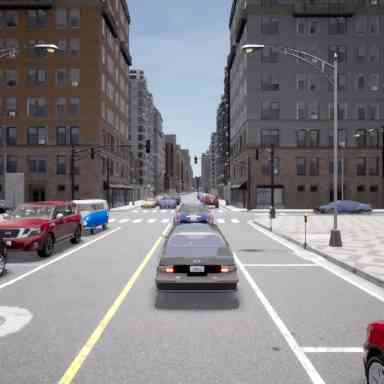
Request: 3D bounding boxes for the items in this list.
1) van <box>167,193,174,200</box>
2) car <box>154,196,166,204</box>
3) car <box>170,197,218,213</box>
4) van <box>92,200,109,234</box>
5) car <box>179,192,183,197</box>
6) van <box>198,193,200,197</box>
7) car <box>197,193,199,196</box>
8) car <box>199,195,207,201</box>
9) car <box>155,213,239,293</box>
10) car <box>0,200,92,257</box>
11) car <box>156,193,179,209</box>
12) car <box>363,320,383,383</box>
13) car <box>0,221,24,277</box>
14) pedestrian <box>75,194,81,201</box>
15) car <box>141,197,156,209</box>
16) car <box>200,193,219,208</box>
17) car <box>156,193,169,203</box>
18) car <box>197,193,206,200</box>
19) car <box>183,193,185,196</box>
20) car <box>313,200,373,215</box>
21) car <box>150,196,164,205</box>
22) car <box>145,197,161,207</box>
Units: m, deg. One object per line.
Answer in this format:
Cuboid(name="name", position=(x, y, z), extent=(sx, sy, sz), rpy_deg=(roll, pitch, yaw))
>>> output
Cuboid(name="van", position=(-5.969, 1.149, 90.955), extent=(1.690, 1.788, 3.998), rpy_deg=(0, 0, 0))
Cuboid(name="car", position=(-5.934, 1.418, 62.510), extent=(1.752, 1.417, 4.829), rpy_deg=(0, 0, 0))
Cuboid(name="car", position=(0.071, 1.350, 18.468), extent=(2.097, 1.767, 4.553), rpy_deg=(0, 0, 0))
Cuboid(name="van", position=(-5.881, 1.339, 18.700), extent=(1.690, 1.788, 3.998), rpy_deg=(0, 0, 0))
Cuboid(name="car", position=(-3.165, 1.135, 54.752), extent=(2.150, 2.045, 5.566), rpy_deg=(0, 0, 1))
Cuboid(name="van", position=(2.592, 1.233, 62.669), extent=(1.690, 1.788, 3.998), rpy_deg=(0, 0, 0))
Cuboid(name="car", position=(2.577, 1.385, 74.152), extent=(1.752, 1.417, 4.829), rpy_deg=(0, 0, 0))
Cuboid(name="car", position=(2.570, 1.425, 79.639), extent=(1.802, 1.307, 4.206), rpy_deg=(0, 0, 0))
Cuboid(name="car", position=(0.091, 1.547, 8.995), extent=(2.033, 1.411, 5.357), rpy_deg=(0, 0, 0))
Cuboid(name="car", position=(-5.874, 1.315, 13.058), extent=(2.192, 1.841, 5.009), rpy_deg=(0, 0, 0))
Cuboid(name="car", position=(-3.151, 1.293, 44.296), extent=(2.097, 1.767, 4.553), rpy_deg=(0, 0, 0))
Cuboid(name="car", position=(2.666, 1.545, 1.764), extent=(1.887, 1.381, 4.507), rpy_deg=(0, 0, 0))
Cuboid(name="car", position=(-5.867, 1.566, 7.418), extent=(1.947, 1.339, 4.313), rpy_deg=(0, 0, 0))
Cuboid(name="pedestrian", position=(-12.597, 1.096, 36.657), extent=(0.375, 1.860, 0.375), rpy_deg=(0, 0, 1))
Cuboid(name="car", position=(-5.913, 1.463, 45.546), extent=(1.752, 1.417, 4.829), rpy_deg=(0, 0, 0))
Cuboid(name="car", position=(2.613, 1.253, 45.698), extent=(2.192, 1.841, 5.009), rpy_deg=(0, 0, 0))
Cuboid(name="car", position=(-5.941, 1.191, 68.335), extent=(2.192, 1.841, 5.009), rpy_deg=(0, 0, 0))
Cuboid(name="car", position=(2.556, 1.123, 90.951), extent=(2.192, 1.841, 5.009), rpy_deg=(0, 0, 0))
Cuboid(name="car", position=(-3.112, 1.374, 66.129), extent=(2.128, 1.511, 4.902), rpy_deg=(0, 0, 1))
Cuboid(name="car", position=(15.027, 1.506, 33.235), extent=(5.357, 1.411, 2.033), rpy_deg=(0, 0, 1))
Cuboid(name="car", position=(-5.927, 1.434, 56.855), extent=(1.752, 1.417, 4.829), rpy_deg=(0, 0, 0))
Cuboid(name="car", position=(-5.920, 1.489, 51.371), extent=(1.947, 1.339, 4.313), rpy_deg=(0, 0, 0))
